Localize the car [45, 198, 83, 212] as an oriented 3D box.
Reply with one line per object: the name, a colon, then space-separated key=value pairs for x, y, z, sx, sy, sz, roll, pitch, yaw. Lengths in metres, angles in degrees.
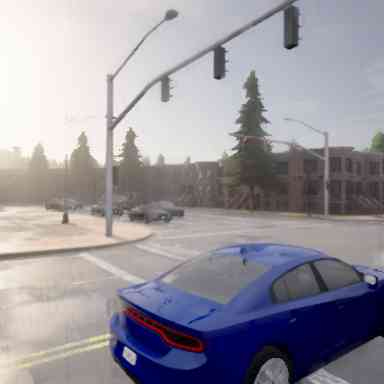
car: x=-15.829 y=1.562 z=40.175 sx=4.902 sy=1.511 sz=2.128 roll=0 pitch=0 yaw=37

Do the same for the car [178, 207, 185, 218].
car: x=-2.594 y=1.585 z=30.726 sx=1.882 sy=1.535 sz=5.008 roll=0 pitch=0 yaw=-37

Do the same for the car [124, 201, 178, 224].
car: x=-3.259 y=1.648 z=25.732 sx=1.994 sy=1.385 sz=4.181 roll=0 pitch=0 yaw=-36

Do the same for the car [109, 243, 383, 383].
car: x=1.330 y=1.504 z=4.867 sx=5.008 sy=1.535 sz=1.882 roll=1 pitch=0 yaw=-38

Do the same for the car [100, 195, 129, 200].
car: x=-8.745 y=1.326 z=38.403 sx=2.150 sy=2.045 sz=5.566 roll=1 pitch=0 yaw=-44

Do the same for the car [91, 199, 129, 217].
car: x=-8.306 y=1.647 z=32.455 sx=1.994 sy=1.385 sz=4.181 roll=0 pitch=0 yaw=-38
